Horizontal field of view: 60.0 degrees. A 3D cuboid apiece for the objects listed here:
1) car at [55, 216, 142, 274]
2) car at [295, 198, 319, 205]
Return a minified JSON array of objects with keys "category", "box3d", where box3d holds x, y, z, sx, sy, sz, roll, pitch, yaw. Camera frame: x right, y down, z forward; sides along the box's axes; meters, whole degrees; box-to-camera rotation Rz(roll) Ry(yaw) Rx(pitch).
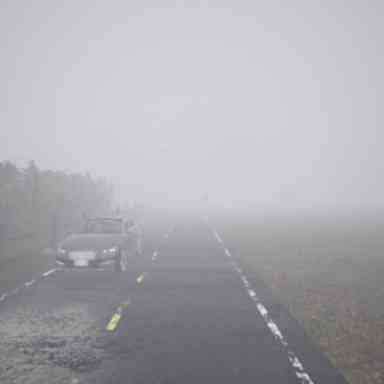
[{"category":"car","box3d":[-2.852,1.578,11.021,2.128,1.511,4.902,0,0,0]},{"category":"car","box3d":[21.546,1.825,62.445,4.181,1.385,1.994,-1,-1,0]}]
